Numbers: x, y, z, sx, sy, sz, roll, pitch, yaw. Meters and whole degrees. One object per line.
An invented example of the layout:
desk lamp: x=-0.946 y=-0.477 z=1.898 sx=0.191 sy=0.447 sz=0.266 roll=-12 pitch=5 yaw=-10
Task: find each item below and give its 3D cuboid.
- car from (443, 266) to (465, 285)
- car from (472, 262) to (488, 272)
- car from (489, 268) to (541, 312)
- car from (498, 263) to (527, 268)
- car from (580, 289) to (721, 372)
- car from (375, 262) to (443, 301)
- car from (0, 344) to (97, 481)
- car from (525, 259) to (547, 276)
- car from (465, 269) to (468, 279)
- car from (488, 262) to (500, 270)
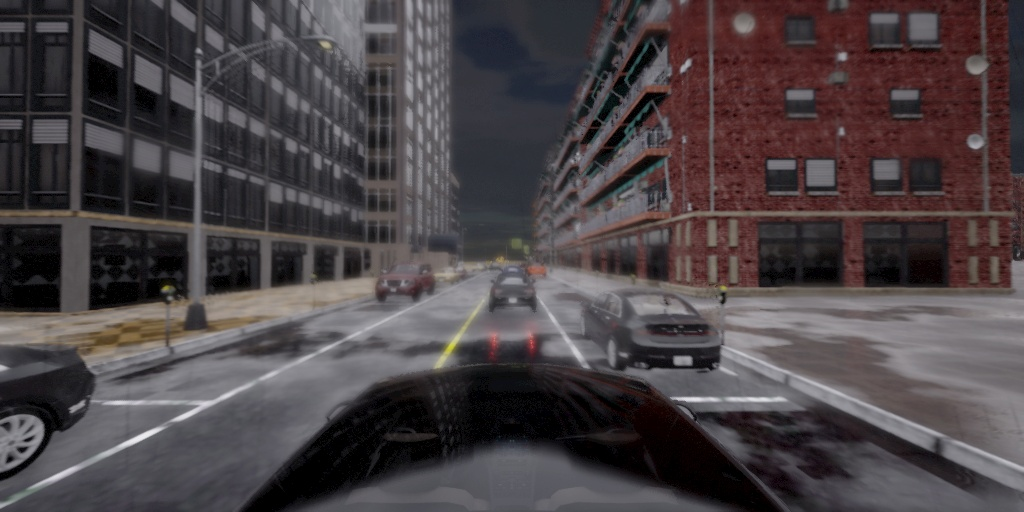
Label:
car: x=-5.319 y=1.551 z=29.462 sx=1.751 sy=1.417 sz=4.829 roll=0 pitch=0 yaw=0
car: x=-5.322 y=1.820 z=57.127 sx=1.751 sy=1.417 sz=4.829 roll=0 pitch=0 yaw=0
car: x=0.049 y=1.406 z=14.896 sx=1.812 sy=1.442 sz=4.674 roll=0 pitch=0 yaw=0
car: x=0.049 y=1.554 z=29.941 sx=1.812 sy=1.442 sz=4.674 roll=0 pitch=0 yaw=0
car: x=2.564 y=1.359 z=7.556 sx=2.007 sy=1.370 sz=4.403 roll=0 pitch=0 yaw=0
car: x=-5.318 y=1.231 z=18.567 sx=2.192 sy=1.841 sz=5.009 roll=0 pitch=0 yaw=0
car: x=-5.316 y=1.303 z=1.968 sx=2.007 sy=1.370 sz=4.403 roll=0 pitch=0 yaw=0
car: x=2.983 y=1.514 z=43.460 sx=2.097 sy=1.767 sz=4.553 roll=0 pitch=-1 yaw=0
car: x=-5.319 y=1.662 z=35.165 sx=1.802 sy=1.307 sz=4.207 roll=0 pitch=0 yaw=0
car: x=-2.803 y=1.804 z=60.577 sx=1.882 sy=1.535 sz=5.008 roll=0 pitch=0 yaw=1
